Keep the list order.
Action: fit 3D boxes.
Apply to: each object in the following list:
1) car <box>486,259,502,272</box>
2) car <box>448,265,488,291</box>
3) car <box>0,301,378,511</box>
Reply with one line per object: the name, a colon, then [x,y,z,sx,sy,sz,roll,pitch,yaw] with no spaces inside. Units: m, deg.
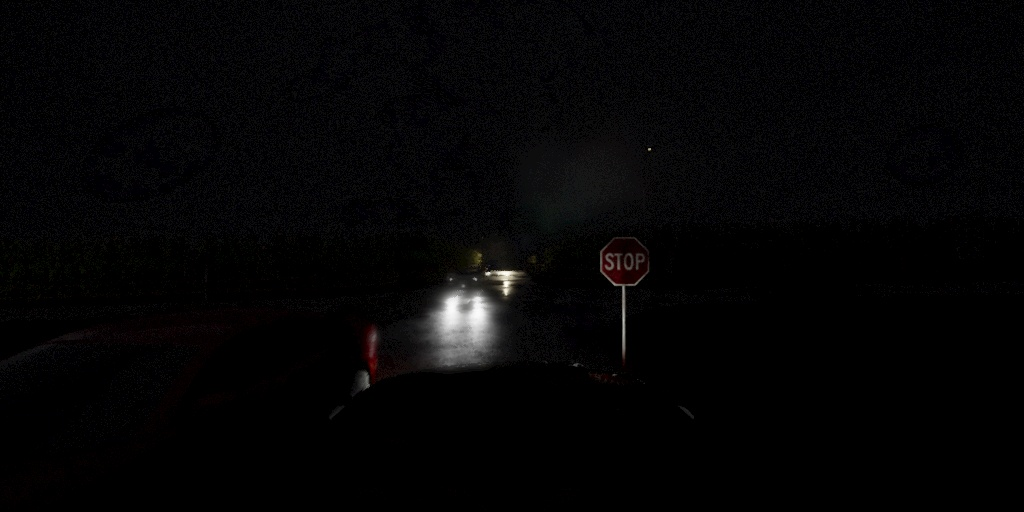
car: [-2.799,1.528,56.479,2.150,2.045,5.566,0,-1,0]
car: [-2.769,1.423,22.635,1.895,1.301,4.718,0,0,0]
car: [-2.751,1.231,2.866,1.882,1.535,5.008,0,0,0]
